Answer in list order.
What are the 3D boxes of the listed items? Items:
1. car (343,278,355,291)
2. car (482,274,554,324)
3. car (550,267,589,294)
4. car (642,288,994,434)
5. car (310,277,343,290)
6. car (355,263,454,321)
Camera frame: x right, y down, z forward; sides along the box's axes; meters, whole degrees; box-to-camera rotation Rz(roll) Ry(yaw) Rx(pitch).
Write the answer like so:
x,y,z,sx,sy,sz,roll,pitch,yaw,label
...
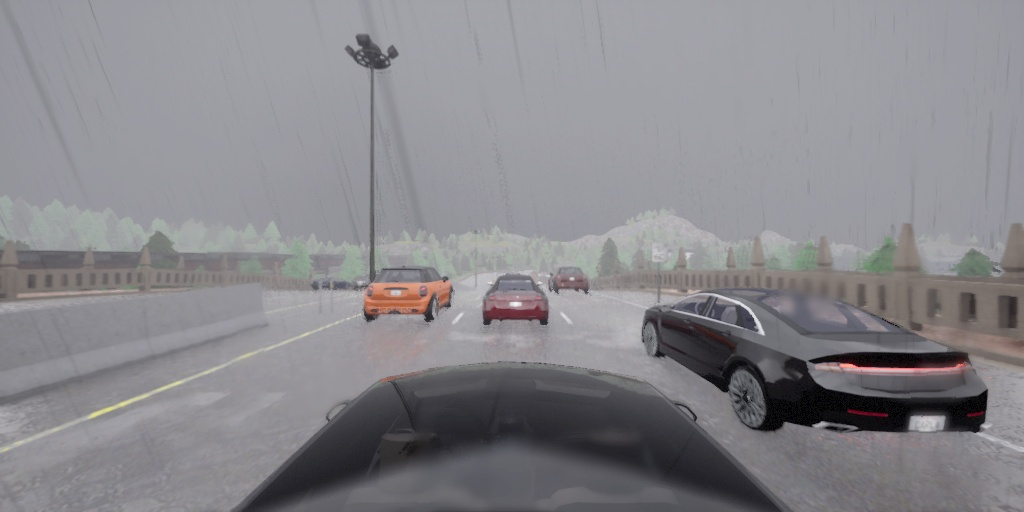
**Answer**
x,y,z,sx,sy,sz,roll,pitch,yaw,label
-10.578,1.929,27.555,2.128,1.511,4.902,0,-4,0,car
0.105,1.331,11.991,1.994,1.385,4.181,0,-1,0,car
3.607,1.526,23.669,2.097,1.767,4.553,0,-3,0,car
3.600,1.242,5.529,2.128,1.511,4.902,0,0,0,car
-17.556,2.714,34.932,1.895,1.301,4.718,0,-6,0,car
-3.396,1.127,12.634,2.097,1.767,4.553,0,-1,0,car
